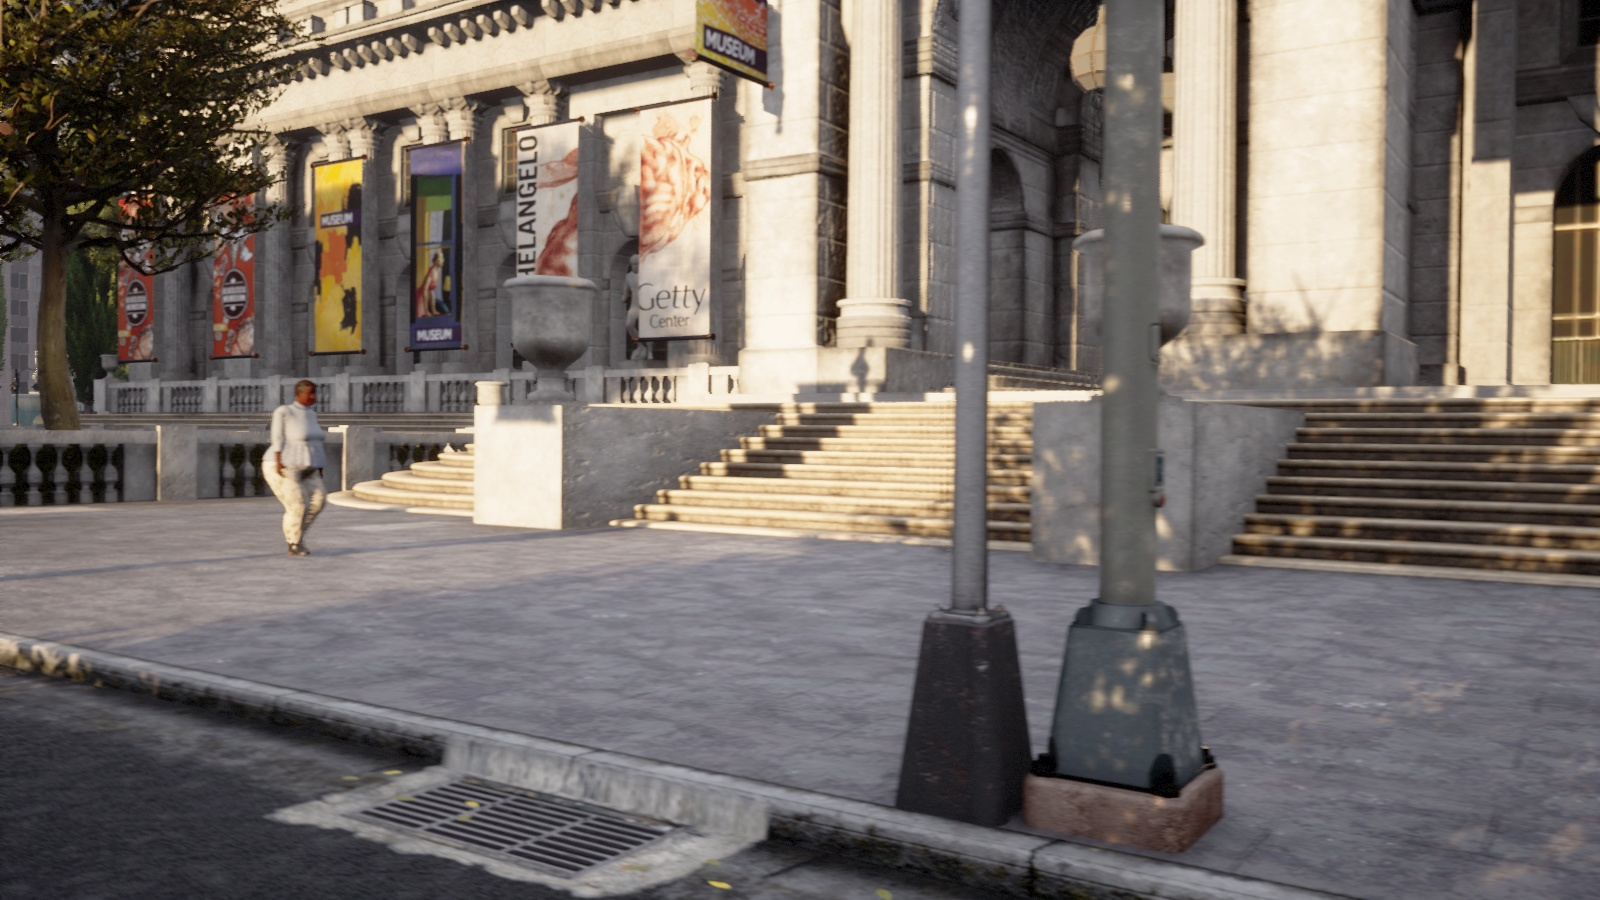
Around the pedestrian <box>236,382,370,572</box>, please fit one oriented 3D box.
[{"bbox_3d":[-5.060,0.259,12.821,0.900,1.855,0.874,0,1,20],"label":"pedestrian"}]
